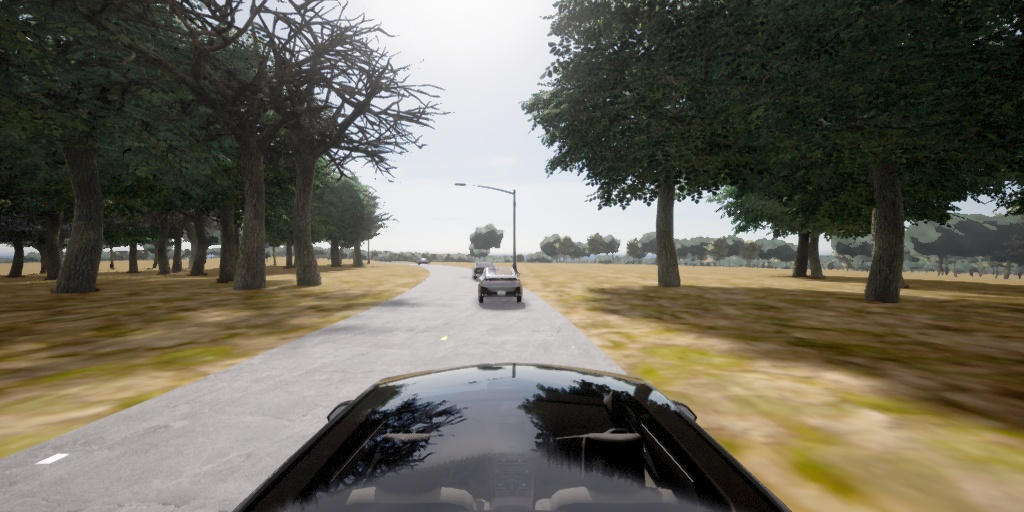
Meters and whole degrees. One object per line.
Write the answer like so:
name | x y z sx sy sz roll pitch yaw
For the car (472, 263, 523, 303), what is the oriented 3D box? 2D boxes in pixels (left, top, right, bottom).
car | -0.621 1.245 16.615 2.128 1.511 4.902 0 0 -5
